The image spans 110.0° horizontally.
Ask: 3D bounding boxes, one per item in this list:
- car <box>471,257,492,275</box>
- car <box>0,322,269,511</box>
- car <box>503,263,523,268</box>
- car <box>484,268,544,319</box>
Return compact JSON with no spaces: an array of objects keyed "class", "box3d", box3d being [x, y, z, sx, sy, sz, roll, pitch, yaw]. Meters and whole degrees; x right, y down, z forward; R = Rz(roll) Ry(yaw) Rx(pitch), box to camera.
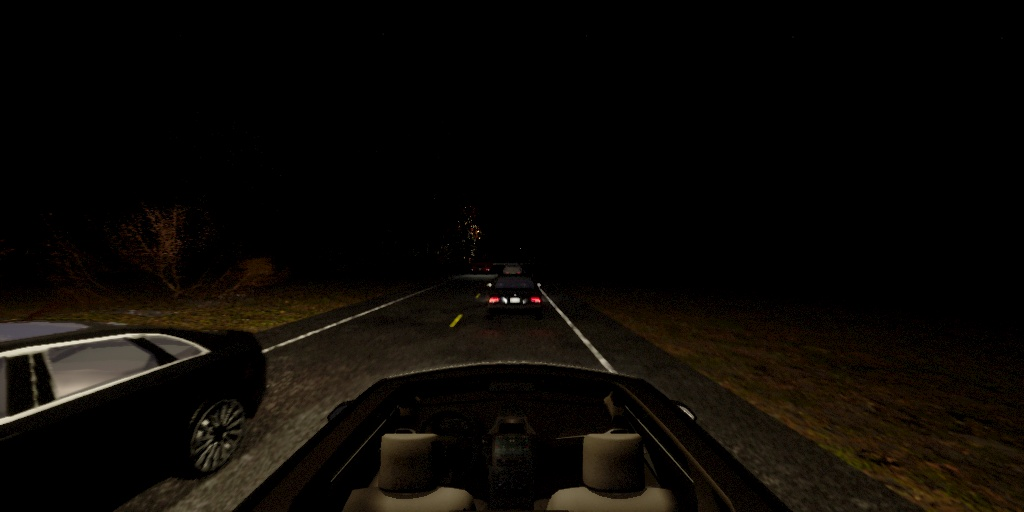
[{"class":"car","box3d":[-3.600,1.129,43.222,2.150,2.045,5.566,0,0,0]},{"class":"car","box3d":[-3.601,1.242,1.924,2.128,1.511,4.902,0,0,0]},{"class":"car","box3d":[0.093,1.396,34.161,1.812,1.442,4.674,0,0,0]},{"class":"car","box3d":[0.091,1.339,12.914,2.033,1.411,5.357,0,0,0]}]
